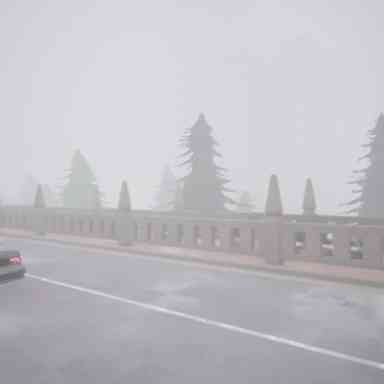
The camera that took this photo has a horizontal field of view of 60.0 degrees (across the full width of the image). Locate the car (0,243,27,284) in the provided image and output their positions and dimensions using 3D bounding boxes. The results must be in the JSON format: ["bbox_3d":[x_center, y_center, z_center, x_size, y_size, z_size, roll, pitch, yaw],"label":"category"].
[{"bbox_3d":[-6.408,1.632,8.551,5.357,1.411,2.033,-1,0,35],"label":"car"}]
